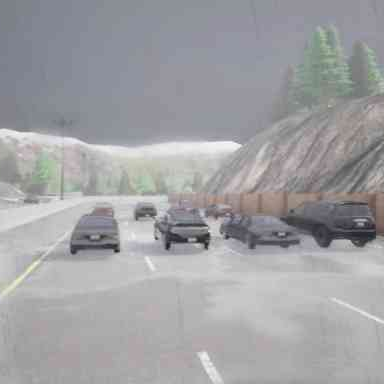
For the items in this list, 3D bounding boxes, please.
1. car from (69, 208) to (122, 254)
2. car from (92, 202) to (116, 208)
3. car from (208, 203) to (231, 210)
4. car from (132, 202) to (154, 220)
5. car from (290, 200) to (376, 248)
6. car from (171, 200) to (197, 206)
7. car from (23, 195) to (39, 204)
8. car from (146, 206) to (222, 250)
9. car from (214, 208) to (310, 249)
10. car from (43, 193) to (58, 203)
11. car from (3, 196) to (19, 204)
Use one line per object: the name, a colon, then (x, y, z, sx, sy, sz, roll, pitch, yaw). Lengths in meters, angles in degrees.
car: (-3.894, 1.586, 13.731, 2.033, 1.411, 5.357, 1, 0, -14)
car: (-7.599, 1.613, 28.671, 1.812, 1.442, 4.674, 1, 0, -14)
car: (2.591, 1.778, 31.199, 1.812, 1.442, 4.674, 1, 0, -14)
car: (-4.186, 1.650, 29.446, 1.837, 1.490, 4.892, 1, 0, -14)
car: (6.292, 1.421, 16.293, 2.150, 2.045, 5.566, 1, 0, -14)
car: (-0.734, 1.547, 30.068, 2.097, 1.767, 4.553, 1, -1, -14)
car: (-30.691, 1.347, 63.584, 2.097, 1.767, 4.553, 1, 0, -14)
car: (-0.567, 1.587, 14.870, 2.128, 1.511, 4.902, 1, 0, -14)
car: (2.899, 1.696, 15.417, 2.033, 1.411, 5.357, 1, 0, -14)
car: (-27.278, 1.272, 64.370, 2.150, 2.045, 5.566, 1, 0, -14)
car: (-34.082, 1.461, 62.711, 1.812, 1.442, 4.674, 1, 0, -14)
